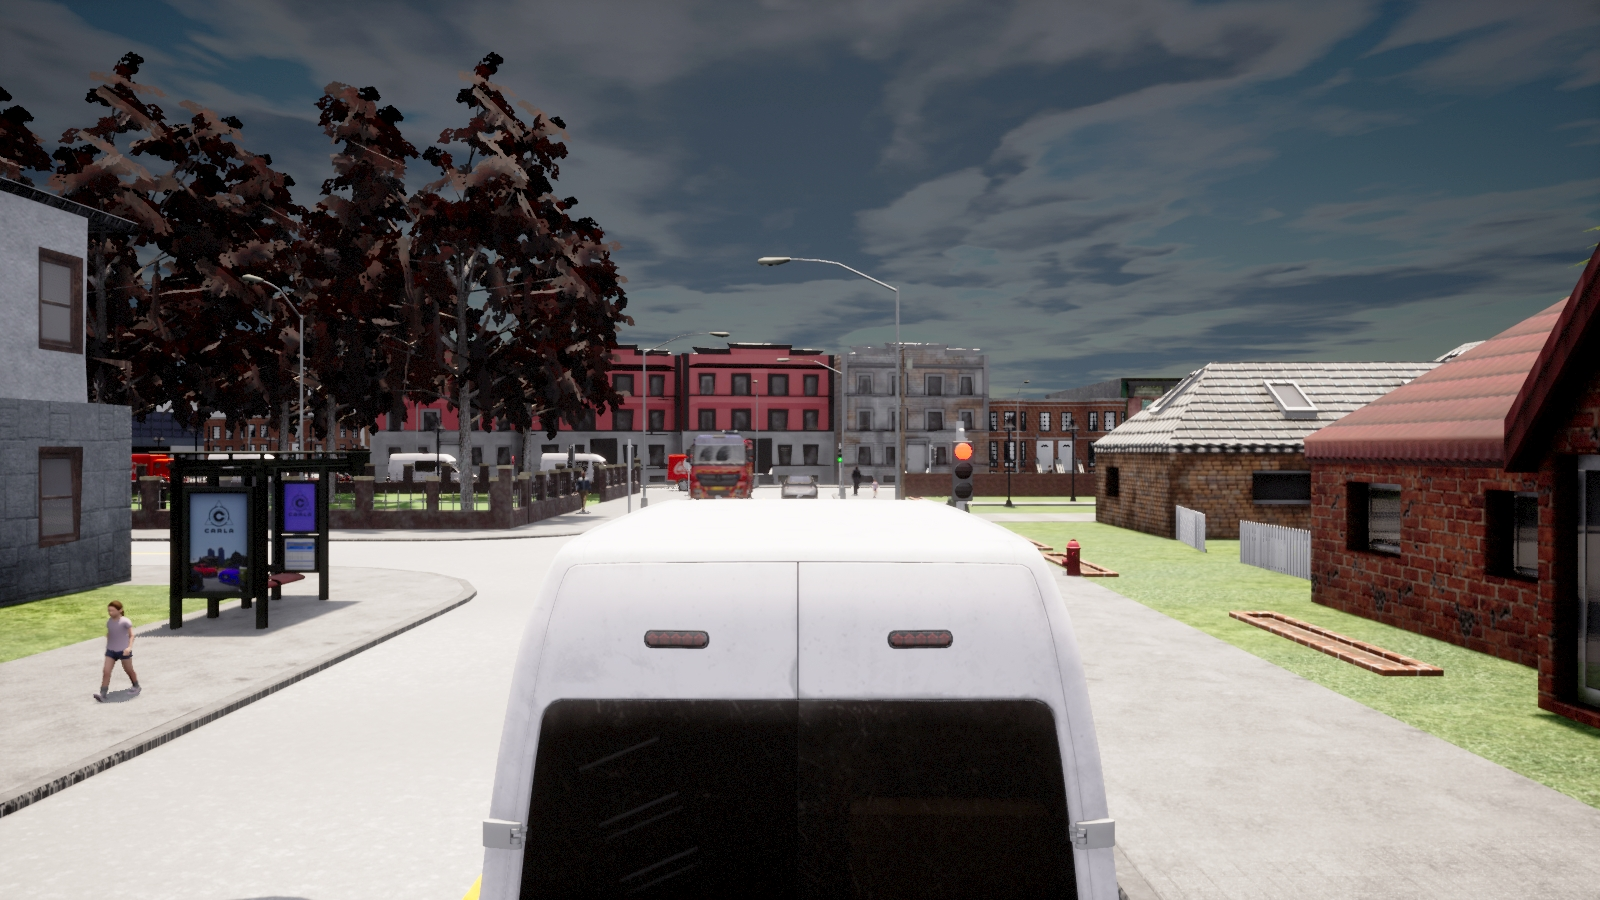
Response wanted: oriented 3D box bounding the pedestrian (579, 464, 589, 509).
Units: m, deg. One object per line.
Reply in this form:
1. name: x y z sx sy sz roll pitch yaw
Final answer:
1. pedestrian: -9.090 1.526 48.026 0.375 1.860 0.375 0 0 -2

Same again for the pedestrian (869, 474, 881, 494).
1. pedestrian: 4.149 1.898 63.237 0.500 1.100 0.500 0 0 -12

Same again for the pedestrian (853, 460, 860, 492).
1. pedestrian: 3.277 1.516 66.612 0.375 1.860 0.375 0 0 -6

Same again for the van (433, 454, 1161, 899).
1. van: -0.009 1.315 6.082 1.988 2.561 5.915 0 0 0

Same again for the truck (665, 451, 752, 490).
1. truck: -6.145 1.341 76.737 5.204 2.467 2.627 1 0 26

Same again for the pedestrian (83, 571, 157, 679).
1. pedestrian: -7.409 1.896 12.462 0.500 1.100 0.500 0 0 5

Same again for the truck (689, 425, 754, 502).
1. truck: -4.080 0.670 61.058 2.891 3.827 8.468 0 0 0

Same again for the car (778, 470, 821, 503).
1. car: -0.022 1.828 58.590 2.128 1.511 4.902 0 0 0
